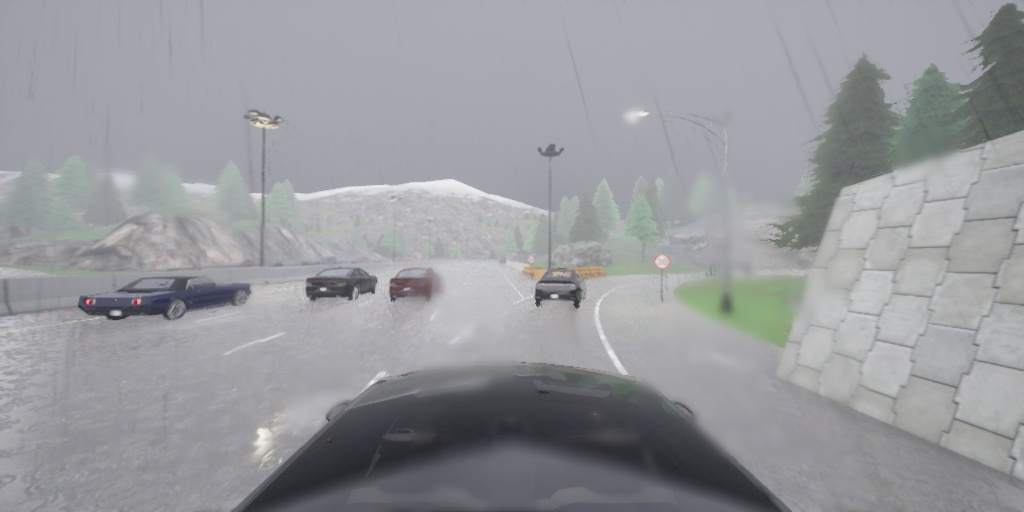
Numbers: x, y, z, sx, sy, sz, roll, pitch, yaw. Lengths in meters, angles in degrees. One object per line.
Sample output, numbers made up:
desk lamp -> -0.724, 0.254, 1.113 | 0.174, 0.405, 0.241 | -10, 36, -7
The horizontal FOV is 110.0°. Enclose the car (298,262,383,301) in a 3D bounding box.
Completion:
car -> -8.067, 1.260, 17.491 | 1.882, 1.535, 5.008 | 0, 0, -4

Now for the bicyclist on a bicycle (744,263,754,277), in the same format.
bicyclist on a bicycle -> 27.629, 1.624, 41.813 | 0.582, 1.620, 1.656 | 0, -3, -4

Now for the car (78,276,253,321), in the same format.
car -> -11.254, 1.328, 12.292 | 1.895, 1.301, 4.718 | 0, 0, -4

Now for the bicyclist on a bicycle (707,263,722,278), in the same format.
bicyclist on a bicycle -> 22.237, 1.593, 39.364 | 1.656, 1.620, 0.582 | 1, 0, -2

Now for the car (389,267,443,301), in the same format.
car -> -4.573, 1.287, 17.703 | 1.882, 1.535, 5.008 | 0, 0, -4

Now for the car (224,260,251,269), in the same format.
car -> -34.510, 1.276, 45.892 | 1.812, 1.442, 4.674 | 0, 0, -3

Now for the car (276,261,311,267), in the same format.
car -> -27.541, 1.354, 46.458 | 2.033, 1.411, 5.357 | 0, 0, -3

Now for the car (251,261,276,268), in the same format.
car -> -31.040, 1.343, 46.399 | 1.994, 1.385, 4.181 | 0, 0, -3

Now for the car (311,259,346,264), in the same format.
car -> -24.079, 1.401, 47.168 | 1.994, 1.385, 4.181 | 0, 0, -3

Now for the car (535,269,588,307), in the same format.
car -> 2.306, 1.345, 16.135 | 2.128, 1.511, 4.902 | 0, 0, 16
